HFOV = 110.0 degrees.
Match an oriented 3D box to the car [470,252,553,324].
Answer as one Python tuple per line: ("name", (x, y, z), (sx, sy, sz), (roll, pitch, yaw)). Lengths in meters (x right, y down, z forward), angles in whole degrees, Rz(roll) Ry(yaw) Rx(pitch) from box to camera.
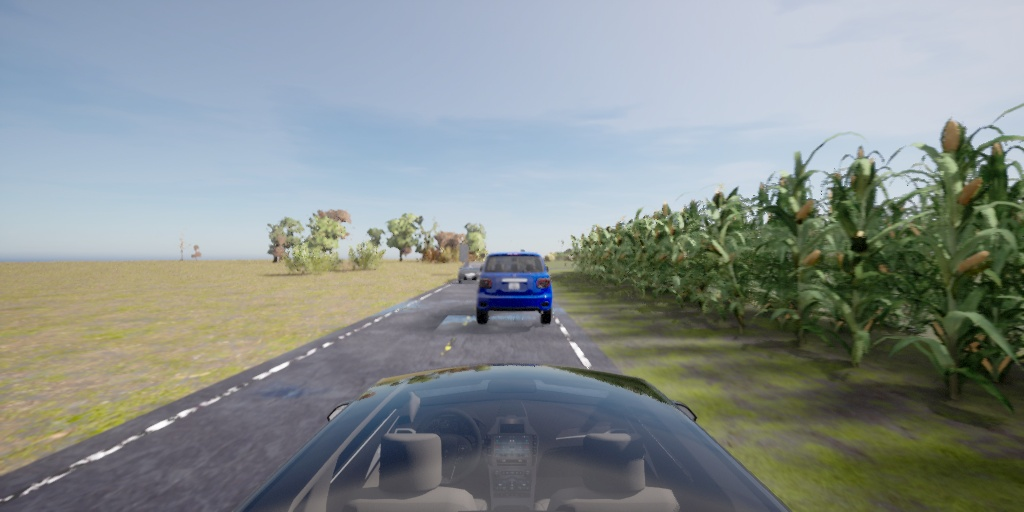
("car", (0.074, 0.927, 11.981), (2.150, 2.045, 5.566), (0, -1, 0))

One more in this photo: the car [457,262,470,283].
("car", (-2.842, 1.163, 26.528), (2.128, 1.511, 4.902), (0, 0, 0))
